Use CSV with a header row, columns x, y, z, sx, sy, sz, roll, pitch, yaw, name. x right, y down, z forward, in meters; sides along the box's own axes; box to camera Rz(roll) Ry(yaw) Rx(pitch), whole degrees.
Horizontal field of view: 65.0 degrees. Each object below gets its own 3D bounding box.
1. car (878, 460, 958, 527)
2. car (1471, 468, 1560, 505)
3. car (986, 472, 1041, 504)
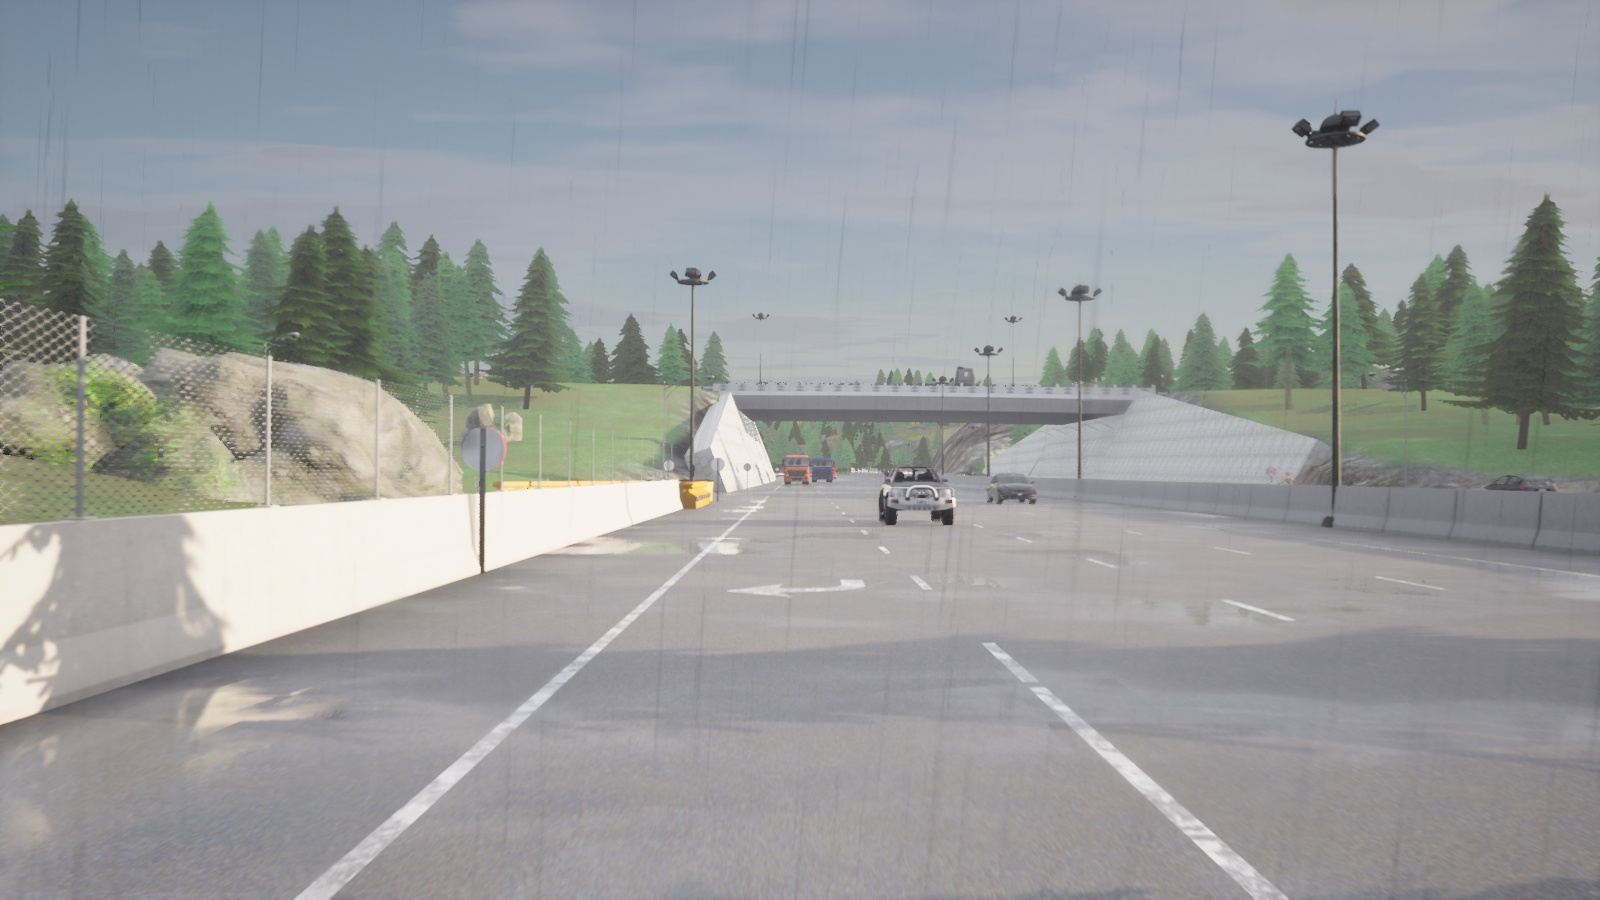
x,y,z,sx,sy,sz,roll,pitch,yaw,name
3.409,1.238,37.121,1.932,1.855,4.605,0,-1,0,car
31.366,1.591,55.165,1.789,1.549,3.705,0,-1,0,car
10.352,1.805,61.330,1.837,1.490,4.892,0,-1,0,car
